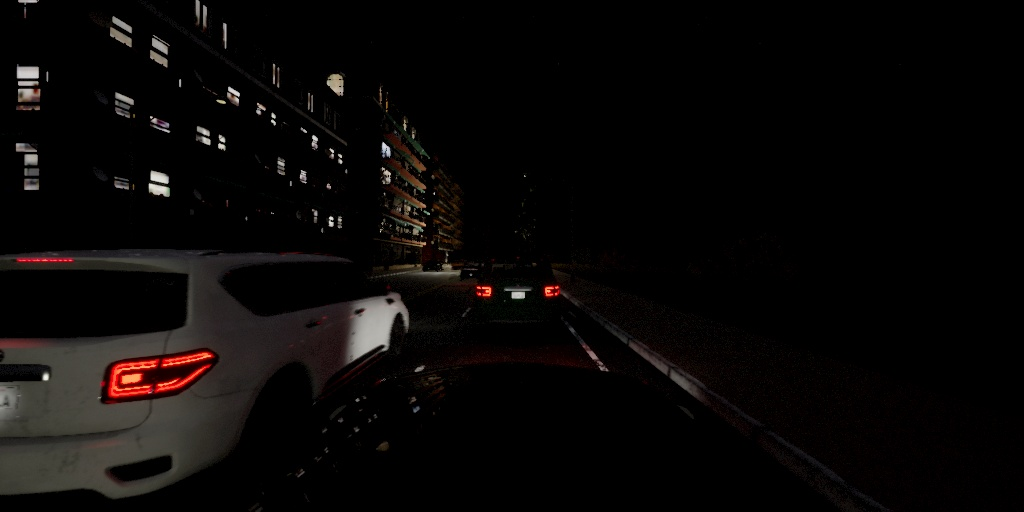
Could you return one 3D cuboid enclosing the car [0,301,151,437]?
[{"bbox_3d":[-6.602,1.351,3.258,1.895,1.301,4.718,0,0,0],"label":"car"}]

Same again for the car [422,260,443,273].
[{"bbox_3d":[-9.849,1.258,44.796,1.837,1.490,4.892,0,0,0],"label":"car"}]

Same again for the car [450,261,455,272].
[{"bbox_3d":[-6.598,1.231,45.741,1.882,1.535,5.008,0,0,0],"label":"car"}]

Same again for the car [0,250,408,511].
[{"bbox_3d":[-3.154,0.969,4.862,2.150,2.045,5.566,0,0,0],"label":"car"}]

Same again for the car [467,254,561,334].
[{"bbox_3d":[0.102,0.973,10.721,2.150,2.045,5.566,0,0,-1],"label":"car"}]

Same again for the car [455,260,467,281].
[{"bbox_3d":[-3.150,1.244,29.997,2.128,1.511,4.902,0,0,0],"label":"car"}]
